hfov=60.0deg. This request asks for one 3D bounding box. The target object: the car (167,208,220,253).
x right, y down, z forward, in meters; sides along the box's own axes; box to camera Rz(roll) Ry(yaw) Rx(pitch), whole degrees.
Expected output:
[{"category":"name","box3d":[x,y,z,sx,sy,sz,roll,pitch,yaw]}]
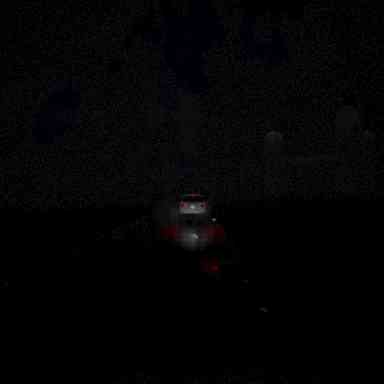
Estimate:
[{"category":"car","box3d":[0.074,1.560,13.717,1.994,1.385,4.181,0,0,0]}]

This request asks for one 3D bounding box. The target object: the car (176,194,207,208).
[{"category":"car","box3d":[0.076,1.189,28.018,2.150,2.045,5.566,0,0,0]}]

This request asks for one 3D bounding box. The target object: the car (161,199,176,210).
[{"category":"car","box3d":[-2.807,1.526,42.009,1.994,1.385,4.181,0,0,0]}]
